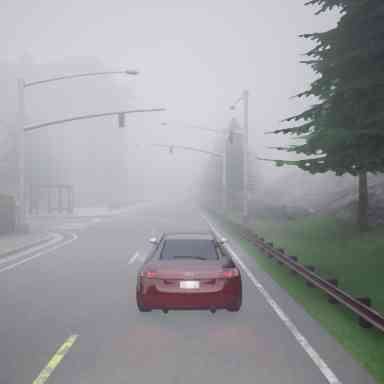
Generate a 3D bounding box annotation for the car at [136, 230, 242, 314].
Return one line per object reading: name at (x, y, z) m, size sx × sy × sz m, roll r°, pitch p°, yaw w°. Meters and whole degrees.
car at (-0.076, 1.564, 7.723) m, size 1.994 × 1.385 × 4.181 m, roll 0°, pitch 0°, yaw -1°
